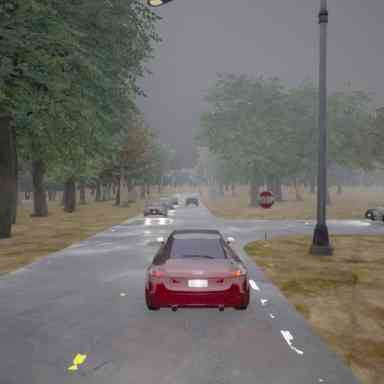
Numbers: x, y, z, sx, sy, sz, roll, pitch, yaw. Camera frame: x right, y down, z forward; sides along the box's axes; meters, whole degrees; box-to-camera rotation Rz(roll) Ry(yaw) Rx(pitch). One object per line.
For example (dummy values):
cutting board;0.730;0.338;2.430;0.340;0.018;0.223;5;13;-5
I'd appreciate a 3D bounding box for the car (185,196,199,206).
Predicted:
car;-0.026;1.356;52.629;1.837;1.490;4.892;0;0;0

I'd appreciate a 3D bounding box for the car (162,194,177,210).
car;-3.195;1.411;40.724;1.837;1.490;4.892;0;1;0

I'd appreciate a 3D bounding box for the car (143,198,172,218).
car;-3.173;1.503;29.719;1.994;1.385;4.181;1;0;-1

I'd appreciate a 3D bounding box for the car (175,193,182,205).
car;-3.186;1.389;54.271;2.033;1.411;5.357;0;0;0

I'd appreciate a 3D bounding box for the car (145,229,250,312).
car;0.090;1.557;7.796;1.994;1.385;4.181;0;0;0

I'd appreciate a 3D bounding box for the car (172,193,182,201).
car;-3.165;1.013;69.629;1.812;1.442;4.674;0;0;0

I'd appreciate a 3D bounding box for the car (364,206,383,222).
car;13.895;1.344;22.252;4.181;1.385;1.994;-1;1;2
